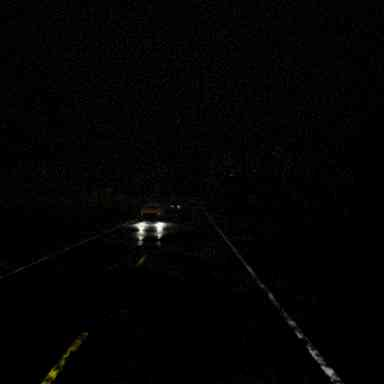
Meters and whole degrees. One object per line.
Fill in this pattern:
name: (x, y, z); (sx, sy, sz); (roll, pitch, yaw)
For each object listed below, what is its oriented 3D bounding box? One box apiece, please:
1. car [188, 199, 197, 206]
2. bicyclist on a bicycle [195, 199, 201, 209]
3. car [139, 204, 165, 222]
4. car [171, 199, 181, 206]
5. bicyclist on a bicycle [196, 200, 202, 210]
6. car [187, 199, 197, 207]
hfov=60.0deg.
car: (0.053, 2.383, 77.855); (2.033, 1.411, 5.357); (0, -1, 0)
bicyclist on a bicycle: (0.982, 2.037, 55.359); (0.866, 1.612, 1.509); (0, -1, 0)
car: (-3.577, 1.806, 30.424); (1.882, 1.535, 5.008); (0, -1, 0)
car: (-3.451, 2.302, 72.663); (2.033, 1.411, 5.357); (0, -1, 0)
bicyclist on a bicycle: (0.975, 1.935, 46.034); (0.866, 1.612, 1.509); (0, -1, 0)
car: (0.044, 2.241, 65.869); (1.812, 1.442, 4.674); (0, -1, 0)
